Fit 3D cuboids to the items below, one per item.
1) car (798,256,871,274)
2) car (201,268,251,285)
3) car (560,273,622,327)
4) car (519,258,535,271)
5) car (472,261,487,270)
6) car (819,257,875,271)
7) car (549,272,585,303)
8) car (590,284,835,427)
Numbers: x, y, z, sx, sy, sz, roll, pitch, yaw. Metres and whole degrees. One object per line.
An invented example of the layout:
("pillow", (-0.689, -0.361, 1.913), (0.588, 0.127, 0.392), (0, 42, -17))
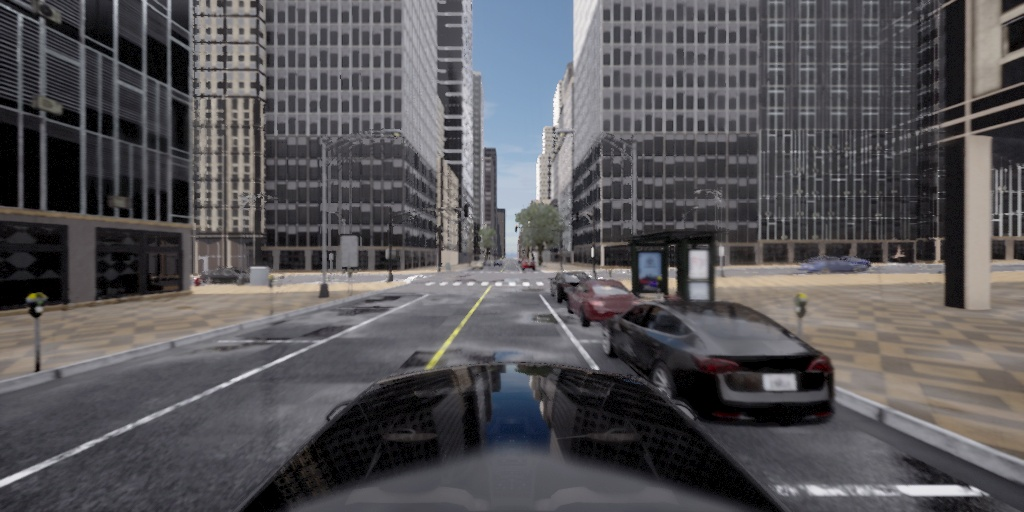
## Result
("car", (30.199, 1.010, 33.885), (5.357, 1.411, 2.033), (-1, 0, -1))
("car", (-25.541, 1.890, 32.778), (4.892, 1.490, 1.837), (1, 0, -1))
("car", (2.804, 1.384, 11.424), (1.802, 1.307, 4.207), (0, 0, 0))
("car", (2.581, 1.354, 56.038), (2.192, 1.841, 5.009), (0, 0, 0))
("car", (-5.815, 1.596, 61.482), (1.751, 1.417, 4.829), (0, 0, 0))
("car", (37.885, 0.845, 40.611), (4.674, 1.442, 1.812), (-1, 0, -1))
("car", (2.824, 1.398, 17.109), (1.948, 1.339, 4.313), (0, 0, 0))
("car", (2.743, 1.337, 5.740), (1.948, 1.339, 4.313), (0, 0, 0))
